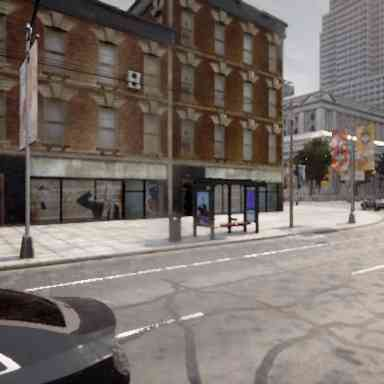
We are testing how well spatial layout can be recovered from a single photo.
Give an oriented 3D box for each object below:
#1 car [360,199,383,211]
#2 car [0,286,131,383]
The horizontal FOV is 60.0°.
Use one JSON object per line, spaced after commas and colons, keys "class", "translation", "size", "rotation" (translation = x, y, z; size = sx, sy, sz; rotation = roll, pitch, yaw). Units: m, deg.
{"class": "car", "translation": [23.582, 1.654, 42.454], "size": [2.033, 1.411, 5.357], "rotation": [0, 0, 0]}
{"class": "car", "translation": [-2.799, 1.502, 2.001], "size": [4.892, 1.490, 1.837], "rotation": [0, 0, -36]}
